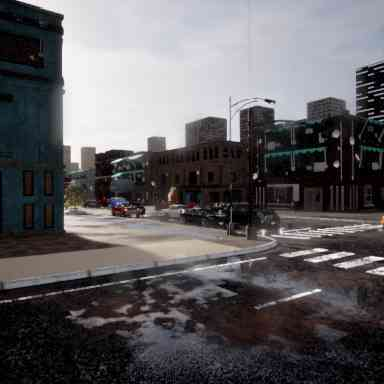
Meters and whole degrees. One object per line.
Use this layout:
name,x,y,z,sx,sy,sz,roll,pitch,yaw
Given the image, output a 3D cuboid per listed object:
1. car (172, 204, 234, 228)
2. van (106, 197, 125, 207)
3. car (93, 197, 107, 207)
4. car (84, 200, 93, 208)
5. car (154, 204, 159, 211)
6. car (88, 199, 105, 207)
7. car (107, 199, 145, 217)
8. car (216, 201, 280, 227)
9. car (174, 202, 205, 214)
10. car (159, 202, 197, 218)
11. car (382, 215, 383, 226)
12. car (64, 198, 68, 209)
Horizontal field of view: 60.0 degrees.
car,0.732,1.814,24.575,1.947,1.339,4.313,-1,0,-35
van,-13.171,1.907,58.875,1.690,1.788,3.998,-1,0,-35
car,-16.373,1.939,63.390,2.192,1.841,5.009,-1,0,-35
car,-19.309,2.230,63.075,1.994,1.385,4.181,-1,0,-35
car,-3.560,1.966,45.329,1.802,1.307,4.206,-2,0,-35
car,-19.569,2.227,67.905,1.887,1.381,4.507,-1,0,-35
car,-7.198,1.846,35.965,1.967,1.590,4.097,-1,0,-35
car,4.209,1.547,24.257,2.097,1.767,4.553,-1,0,-34
car,-0.360,1.903,40.814,1.802,1.307,4.206,-2,0,-35
car,-0.888,1.898,31.564,1.895,1.301,4.718,-1,0,-35
car,14.245,1.355,20.542,4.553,1.767,2.097,0,-1,-7
car,-23.105,2.232,58.403,1.752,1.417,4.829,-1,0,-35
